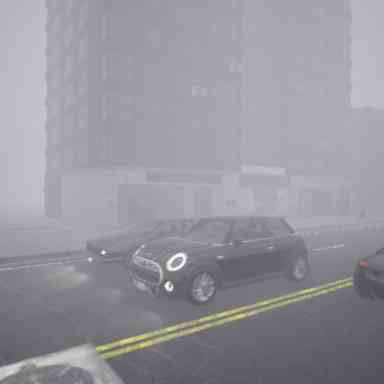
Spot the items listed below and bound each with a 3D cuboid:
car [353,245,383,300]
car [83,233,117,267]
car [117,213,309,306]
[{"bbox_3d":[5.394,1.578,7.285,4.181,1.385,1.994,0,0,-35],"label":"car"},{"bbox_3d":[-0.743,1.557,11.091,5.357,1.411,2.033,0,0,-35],"label":"car"},{"bbox_3d":[0.785,1.361,8.192,4.553,1.767,2.097,0,0,-35],"label":"car"}]
